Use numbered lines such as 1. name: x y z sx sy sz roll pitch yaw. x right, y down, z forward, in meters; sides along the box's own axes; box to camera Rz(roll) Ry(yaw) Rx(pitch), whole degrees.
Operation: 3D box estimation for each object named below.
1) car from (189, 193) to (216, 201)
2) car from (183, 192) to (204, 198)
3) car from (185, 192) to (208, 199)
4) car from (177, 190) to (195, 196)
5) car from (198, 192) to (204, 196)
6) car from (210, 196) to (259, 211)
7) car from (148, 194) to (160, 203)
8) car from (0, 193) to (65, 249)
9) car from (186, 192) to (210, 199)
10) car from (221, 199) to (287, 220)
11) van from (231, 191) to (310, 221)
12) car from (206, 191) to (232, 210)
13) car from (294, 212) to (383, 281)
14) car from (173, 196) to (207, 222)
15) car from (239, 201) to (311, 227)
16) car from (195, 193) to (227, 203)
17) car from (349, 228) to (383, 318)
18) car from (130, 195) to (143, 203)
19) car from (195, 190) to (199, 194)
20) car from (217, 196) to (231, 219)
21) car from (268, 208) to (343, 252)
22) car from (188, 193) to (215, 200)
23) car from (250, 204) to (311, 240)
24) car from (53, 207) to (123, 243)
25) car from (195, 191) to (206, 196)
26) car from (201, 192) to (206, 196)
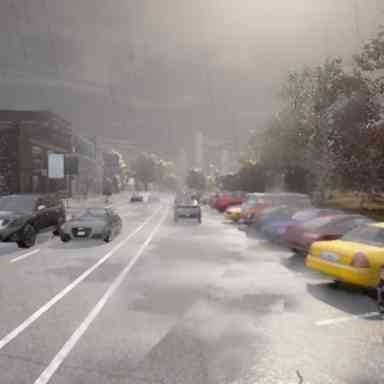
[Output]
1. car: 2.187 0.946 67.478 5.008 1.535 2.097 1 0 -25
2. car: 0.381 0.827 85.234 4.792 1.488 2.163 0 1 -27
3. car: 1.026 0.875 79.303 4.892 1.521 2.231 0 1 -26
4. car: -1.131 0.982 41.476 2.097 1.767 4.553 0 0 -3
5. car: 3.779 1.102 46.730 4.792 1.488 2.163 1 1 -24
6. car: 4.471 1.204 34.874 4.674 1.452 2.002 1 1 -23
7. car: -6.482 1.062 57.004 1.812 1.442 4.674 0 0 -4
8. car: -7.219 1.099 14.310 2.150 2.045 5.566 0 1 -1
9. car: 1.324 0.897 76.348 5.008 1.535 2.097 0 0 -26
10. car: 4.839 1.283 25.972 4.674 1.452 2.002 1 1 -22
11. van: 4.921 1.073 19.985 4.442 1.987 1.878 1 1 -22
12. car: 4.632 0.938 31.921 5.566 2.045 2.435 1 0 -23
13. car: 5.433 1.415 8.259 5.366 1.575 1.946 1 0 -21
14. car: -0.333 1.271 23.769 2.128 1.511 4.902 0 0 -2
15. car: 5.098 1.369 17.065 4.674 1.452 2.002 1 0 -22
16. car: 3.196 1.014 55.631 5.008 1.535 2.097 1 1 -25
17. car: 5.280 1.442 5.224 5.008 1.535 2.097 1 0 -21
18. car: -9.164 1.152 55.241 1.895 1.301 4.718 0 0 -4
19. car: 3.375 0.906 52.663 4.553 1.767 2.185 1 0 -24
20. car: 4.765 1.266 22.932 5.366 1.575 1.946 1 1 -22
21. car: 5.209 1.428 11.164 4.674 1.452 2.002 1 0 -21
22. car: 2.085 0.929 70.517 5.366 1.575 1.946 1 0 -26
23. car: 5.142 1.399 14.111 4.674 1.452 2.002 0 1 -21
24. car: -4.445 1.430 15.231 1.994 1.385 4.181 0 1 -1
25. car: 3.606 1.052 49.708 5.008 1.535 2.097 1 0 -24
26. car: 4.171 1.118 40.807 4.892 1.521 2.231 1 1 -23
